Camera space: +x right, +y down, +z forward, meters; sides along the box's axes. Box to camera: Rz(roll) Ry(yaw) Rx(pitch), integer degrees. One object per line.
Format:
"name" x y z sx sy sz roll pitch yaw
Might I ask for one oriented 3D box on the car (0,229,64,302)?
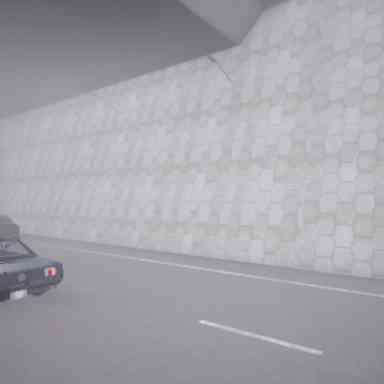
"car" -5.110 1.711 7.729 4.718 1.301 1.895 -1 -1 36

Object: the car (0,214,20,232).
"car" -9.960 1.726 15.652 4.892 1.490 1.837 0 0 36
